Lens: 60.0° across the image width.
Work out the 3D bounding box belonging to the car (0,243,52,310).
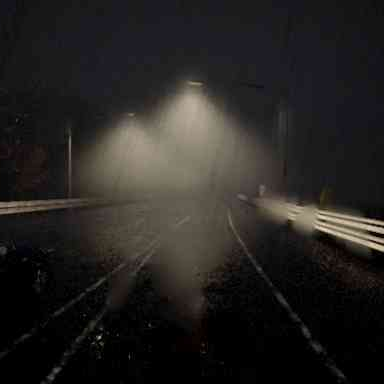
[{"bbox_3d":[-4.293,1.327,5.550,2.097,1.767,4.553,0,0,6],"label":"car"}]
